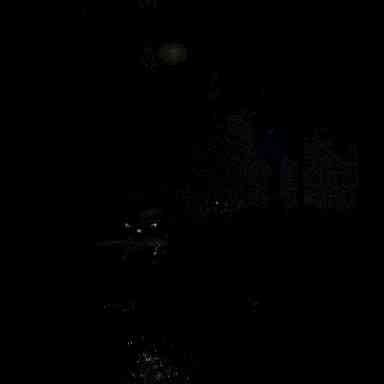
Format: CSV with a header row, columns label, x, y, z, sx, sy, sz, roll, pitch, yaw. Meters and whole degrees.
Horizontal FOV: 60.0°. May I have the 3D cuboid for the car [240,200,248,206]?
label,x,y,z,sx,sy,sz,roll,pitch,yaw
car,11.027,2.421,72.780,2.033,1.411,5.357,0,-1,18

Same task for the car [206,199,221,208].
label,x,y,z,sx,sy,sz,roll,pitch,yaw
car,3.891,1.939,58.034,2.097,1.767,4.553,0,-1,14

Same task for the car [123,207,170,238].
label,x,y,z,sx,sy,sz,roll,pitch,yaw
car,-2.334,1.579,18.119,1.812,1.442,4.674,0,0,5

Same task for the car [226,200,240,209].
label,x,y,z,sx,sy,sz,roll,pitch,yaw
car,6.434,2.043,54.931,1.837,1.490,4.892,0,-1,13

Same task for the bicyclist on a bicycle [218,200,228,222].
label,x,y,z,sx,sy,sz,roll,pitch,yaw
bicyclist on a bicycle,2.349,1.572,26.285,0.582,1.620,1.656,0,-1,6
